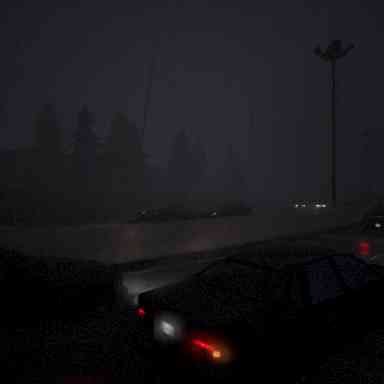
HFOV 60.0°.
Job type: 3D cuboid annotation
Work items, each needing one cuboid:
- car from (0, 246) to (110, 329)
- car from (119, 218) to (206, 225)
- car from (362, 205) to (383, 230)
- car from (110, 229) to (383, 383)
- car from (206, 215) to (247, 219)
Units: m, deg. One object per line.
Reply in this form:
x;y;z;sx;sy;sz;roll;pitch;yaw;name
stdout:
-3.815;1.564;5.409;5.357;1.411;2.033;0;0;-37;car
-1.623;1.595;16.458;4.181;1.385;1.994;0;0;-41;car
11.273;1.502;18.999;2.128;1.511;4.902;0;0;43;car
1.690;1.553;5.229;5.357;1.411;2.033;0;0;-39;car
2.660;1.515;25.395;1.882;1.535;5.008;0;0;43;car
